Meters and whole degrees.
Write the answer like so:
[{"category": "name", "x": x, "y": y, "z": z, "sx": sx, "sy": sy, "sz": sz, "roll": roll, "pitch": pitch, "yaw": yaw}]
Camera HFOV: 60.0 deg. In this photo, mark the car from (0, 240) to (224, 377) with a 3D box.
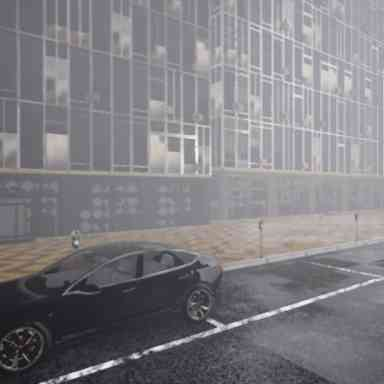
[{"category": "car", "x": -1.383, "y": 1.563, "z": 5.576, "sx": 4.313, "sy": 1.339, "sz": 1.947, "roll": 0, "pitch": 0, "yaw": -36}]
